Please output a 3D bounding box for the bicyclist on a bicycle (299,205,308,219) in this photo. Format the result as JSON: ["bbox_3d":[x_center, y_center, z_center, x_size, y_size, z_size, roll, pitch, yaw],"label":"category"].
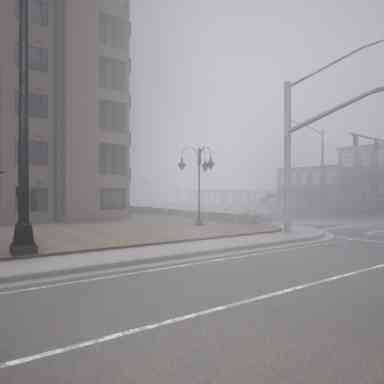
[{"bbox_3d":[13.605,2.464,40.705,1.656,1.620,0.582,0,-8,-35],"label":"bicyclist on a bicycle"}]

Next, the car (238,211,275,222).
[{"bbox_3d":[5.849,2.494,32.762,1.895,1.301,4.718,0,-8,-36],"label":"car"}]
